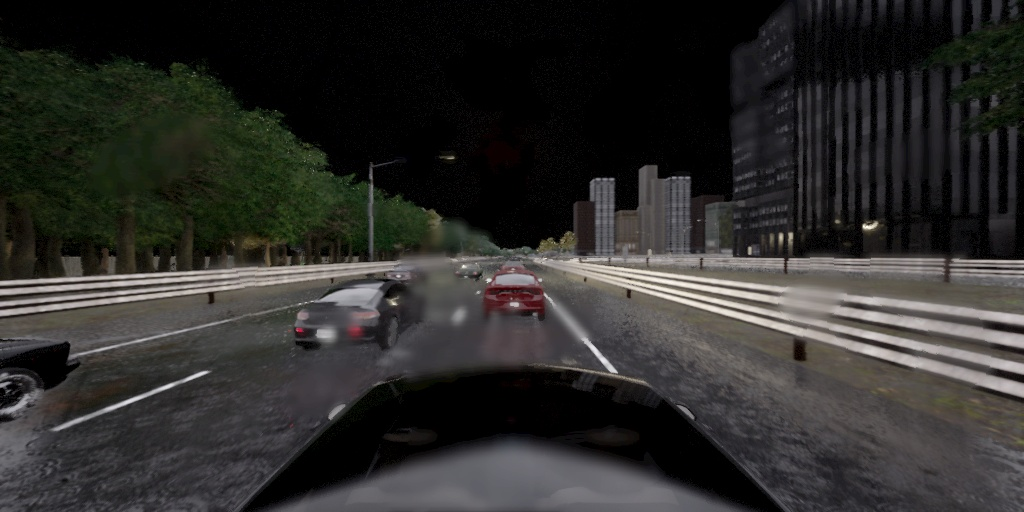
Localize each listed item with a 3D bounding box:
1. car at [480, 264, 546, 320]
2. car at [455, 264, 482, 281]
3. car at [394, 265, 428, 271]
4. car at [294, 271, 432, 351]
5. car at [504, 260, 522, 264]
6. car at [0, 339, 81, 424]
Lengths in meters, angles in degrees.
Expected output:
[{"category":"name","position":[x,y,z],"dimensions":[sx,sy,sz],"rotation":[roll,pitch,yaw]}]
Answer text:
[{"category":"car","position":[0.097,1.220,12.618],"dimensions":[1.882,1.535,5.008],"rotation":[0,0,0]},{"category":"car","position":[-3.404,1.331,29.437],"dimensions":[1.895,1.301,4.718],"rotation":[0,0,0]},{"category":"car","position":[-6.901,1.281,24.328],"dimensions":[2.033,1.411,5.357],"rotation":[0,0,0]},{"category":"car","position":[-3.403,1.271,8.878],"dimensions":[1.812,1.442,4.674],"rotation":[0,0,0]},{"category":"car","position":[0.095,1.082,30.551],"dimensions":[2.097,1.767,4.553],"rotation":[0,0,0]},{"category":"car","position":[-6.902,1.350,2.759],"dimensions":[1.895,1.301,4.718],"rotation":[0,0,0]}]
